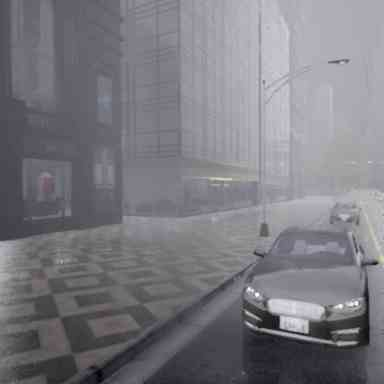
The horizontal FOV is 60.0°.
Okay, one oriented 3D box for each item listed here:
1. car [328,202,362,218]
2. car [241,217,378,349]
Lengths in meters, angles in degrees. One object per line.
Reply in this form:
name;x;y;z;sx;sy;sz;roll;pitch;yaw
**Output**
car;10.879;1.461;23.593;2.128;1.511;4.902;0;0;26
car;2.438;1.485;6.594;2.128;1.511;4.902;0;0;26
